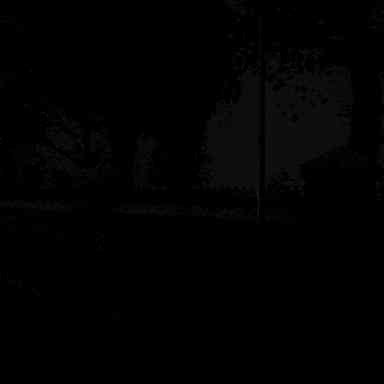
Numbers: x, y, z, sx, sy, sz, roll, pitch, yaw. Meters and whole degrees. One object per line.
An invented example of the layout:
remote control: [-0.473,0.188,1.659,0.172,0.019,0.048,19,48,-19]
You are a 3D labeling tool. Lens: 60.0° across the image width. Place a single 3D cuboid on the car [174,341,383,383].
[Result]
car: [1.730,1.551,1.661,4.403,1.369,2.008,0,0,36]
